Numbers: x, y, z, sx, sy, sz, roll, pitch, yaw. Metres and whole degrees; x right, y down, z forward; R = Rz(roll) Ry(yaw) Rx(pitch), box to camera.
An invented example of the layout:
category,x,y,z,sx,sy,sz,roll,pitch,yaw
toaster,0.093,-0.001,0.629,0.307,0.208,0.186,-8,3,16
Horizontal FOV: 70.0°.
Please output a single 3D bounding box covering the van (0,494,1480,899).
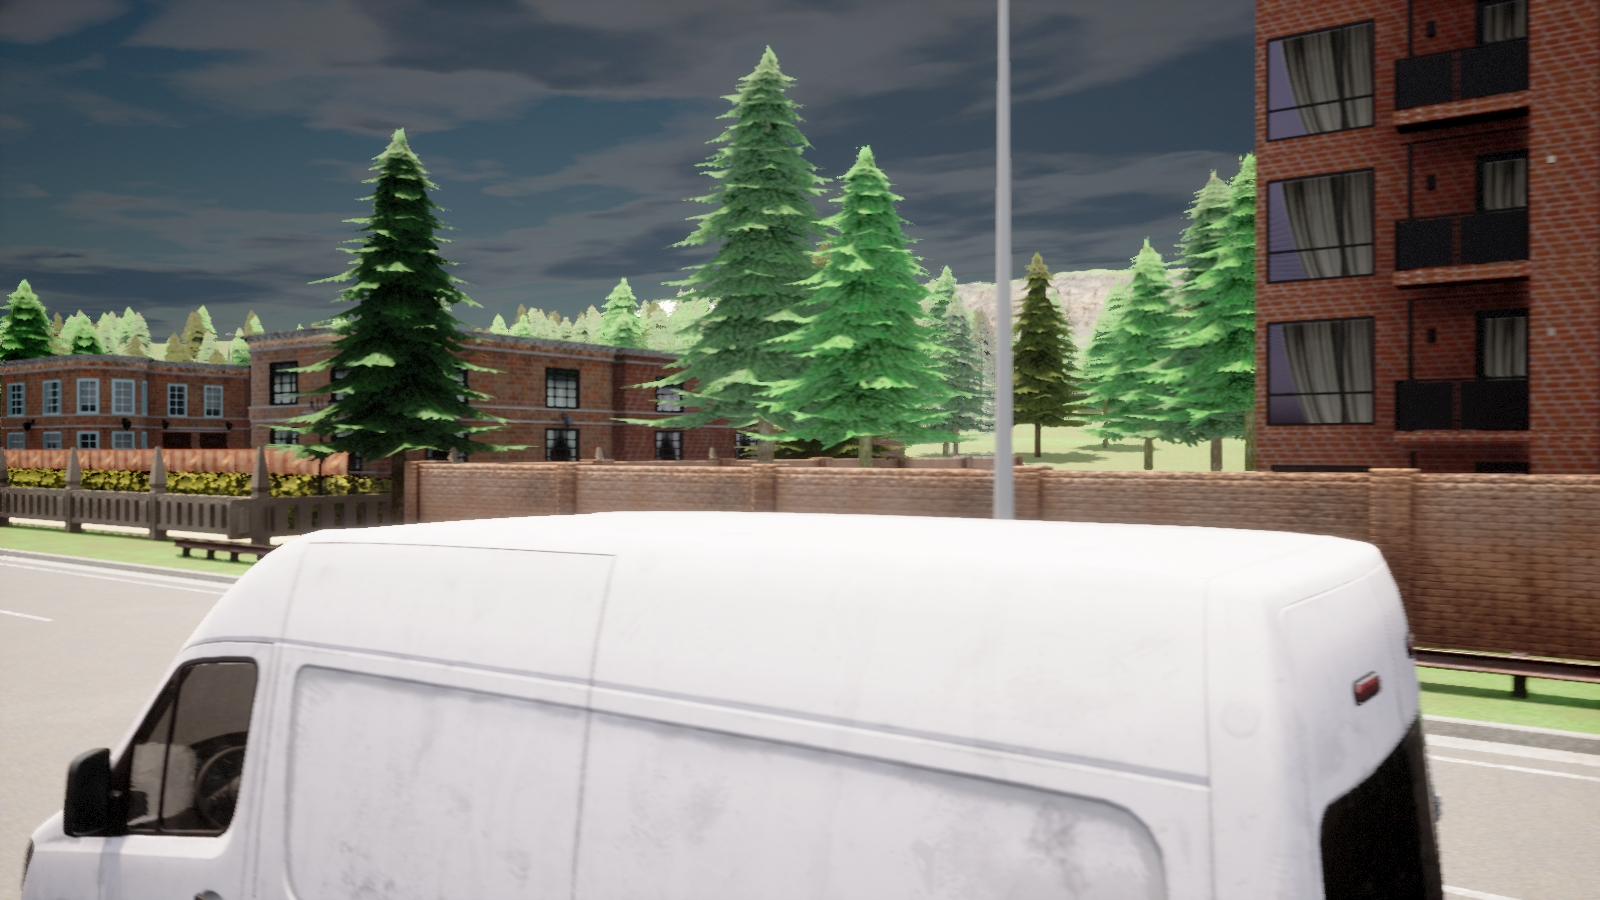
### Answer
category,x,y,z,sx,sy,sz,roll,pitch,yaw
van,-0.893,1.536,4.407,5.915,2.561,1.988,0,0,35
